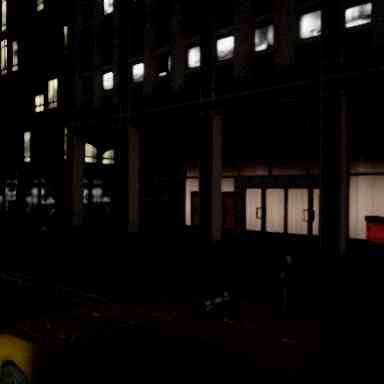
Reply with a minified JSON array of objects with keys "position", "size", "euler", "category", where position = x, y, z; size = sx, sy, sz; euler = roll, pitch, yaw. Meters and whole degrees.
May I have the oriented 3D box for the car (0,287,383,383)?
[{"position":[-0.036,1.518,2.899],"size":[4.829,1.417,1.752],"euler":[0,0,36],"category":"car"}]
